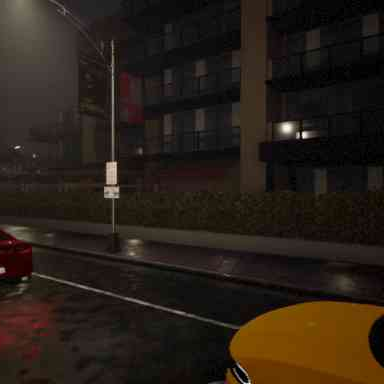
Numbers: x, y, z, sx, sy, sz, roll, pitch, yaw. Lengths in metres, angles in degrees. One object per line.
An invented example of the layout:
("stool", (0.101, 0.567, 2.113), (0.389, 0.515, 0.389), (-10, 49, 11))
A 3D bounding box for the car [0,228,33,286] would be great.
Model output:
("car", (-5.974, 1.478, 8.293), (5.008, 1.535, 1.882), (0, 0, 36))

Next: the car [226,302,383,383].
("car", (2.616, 1.478, 2.223), (5.008, 1.535, 1.882), (0, 0, 35))
